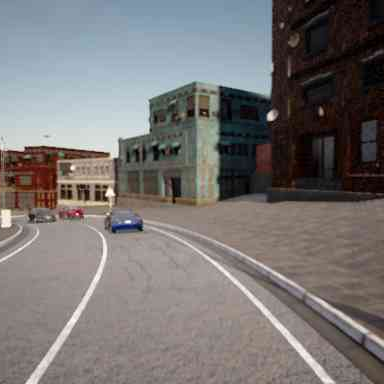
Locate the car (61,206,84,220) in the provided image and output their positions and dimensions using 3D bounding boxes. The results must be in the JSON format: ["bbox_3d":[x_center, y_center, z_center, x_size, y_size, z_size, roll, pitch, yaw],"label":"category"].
[{"bbox_3d":[-13.725,2.309,37.459,1.812,1.442,4.674,-2,-1,-38],"label":"car"}]

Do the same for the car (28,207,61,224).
[{"bbox_3d":[-14.915,2.295,32.978,1.837,1.490,4.892,-2,-1,-37],"label":"car"}]

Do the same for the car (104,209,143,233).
[{"bbox_3d":[-4.508,1.777,21.587,1.994,1.385,4.181,-1,-1,-21],"label":"car"}]
